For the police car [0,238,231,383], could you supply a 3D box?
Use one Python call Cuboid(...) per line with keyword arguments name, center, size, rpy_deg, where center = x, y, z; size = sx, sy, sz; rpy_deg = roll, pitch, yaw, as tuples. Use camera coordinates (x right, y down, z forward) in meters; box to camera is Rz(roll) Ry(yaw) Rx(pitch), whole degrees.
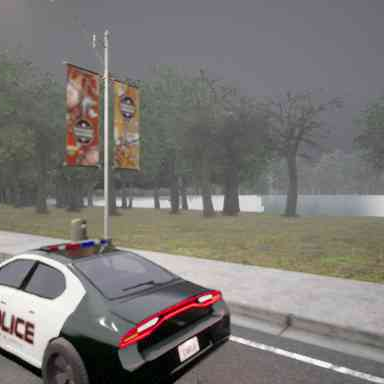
Cuboid(name="police car", center=(-1.982, 1.521, 5.020), size=(4.974, 1.542, 2.038), rpy_deg=(0, 0, 36))
